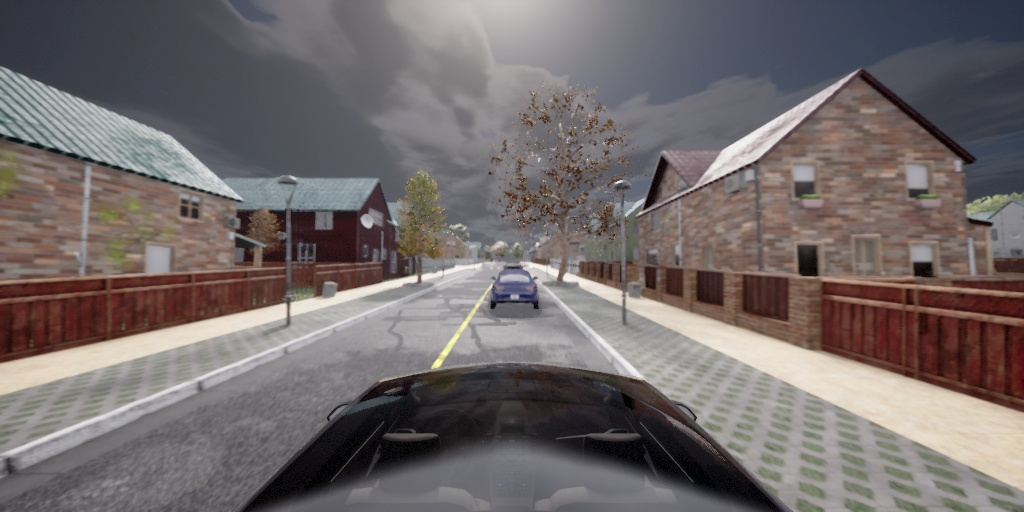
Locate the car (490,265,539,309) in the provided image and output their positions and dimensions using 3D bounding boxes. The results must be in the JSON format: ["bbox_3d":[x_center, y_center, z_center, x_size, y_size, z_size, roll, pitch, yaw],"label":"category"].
[{"bbox_3d":[0.102,1.268,14.870,1.812,1.442,4.674,0,0,0],"label":"car"}]

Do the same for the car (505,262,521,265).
[{"bbox_3d":[0.103,1.252,33.110,1.837,1.490,4.892,0,0,0],"label":"car"}]
